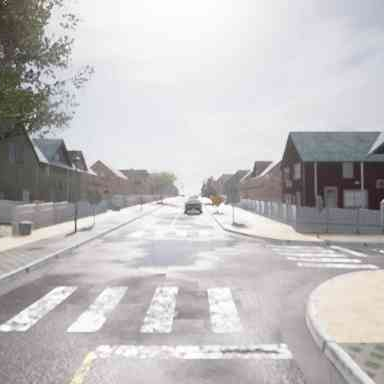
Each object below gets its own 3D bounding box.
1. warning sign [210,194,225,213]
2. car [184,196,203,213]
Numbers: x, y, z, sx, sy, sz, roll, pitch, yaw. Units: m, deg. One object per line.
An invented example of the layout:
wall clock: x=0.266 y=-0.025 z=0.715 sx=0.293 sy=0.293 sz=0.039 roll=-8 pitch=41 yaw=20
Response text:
warning sign: x=2.527 y=1.144 z=33.005 sx=1.300 sy=1.860 sz=1.060 roll=-2 pitch=-2 yaw=0
car: x=0.140 y=1.539 z=37.290 sx=1.837 sy=1.490 sz=4.892 roll=0 pitch=0 yaw=0
